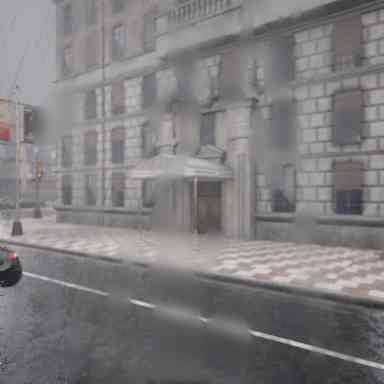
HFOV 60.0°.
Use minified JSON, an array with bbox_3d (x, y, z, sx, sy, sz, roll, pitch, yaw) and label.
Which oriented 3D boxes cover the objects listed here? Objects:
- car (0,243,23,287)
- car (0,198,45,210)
[{"bbox_3d":[-6.028,1.584,8.165,4.181,1.385,1.994,0,0,35],"label":"car"},{"bbox_3d":[-22.233,1.570,44.326,1.882,1.535,5.008,0,0,35],"label":"car"}]
